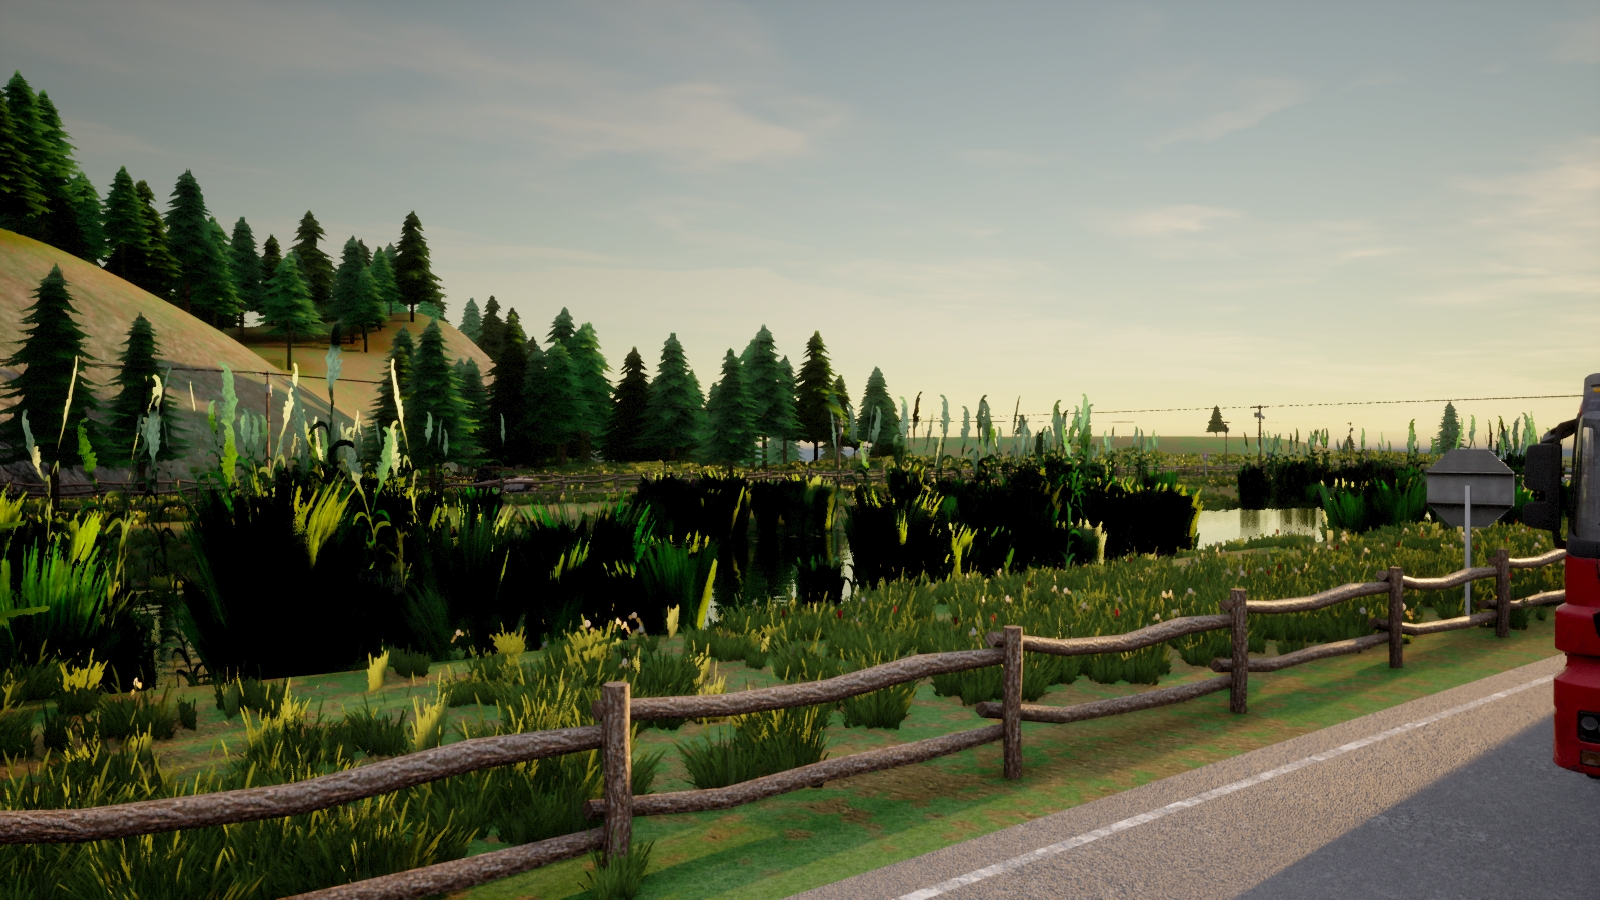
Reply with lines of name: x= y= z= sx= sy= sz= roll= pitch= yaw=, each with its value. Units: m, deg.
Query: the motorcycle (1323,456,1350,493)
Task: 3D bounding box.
motorcycle: x=34.990 y=1.577 z=74.472 sx=2.033 sy=2.348 sz=0.803 roll=0 pitch=0 yaw=-39

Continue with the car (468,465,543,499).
car: x=-17.287 y=1.857 z=67.139 sx=1.905 sy=1.878 sz=3.866 roll=0 pitch=0 yaw=45

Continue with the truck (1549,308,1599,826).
truck: x=9.515 y=0.862 z=10.947 sx=2.891 sy=3.827 sz=8.468 roll=0 pitch=0 yaw=40
